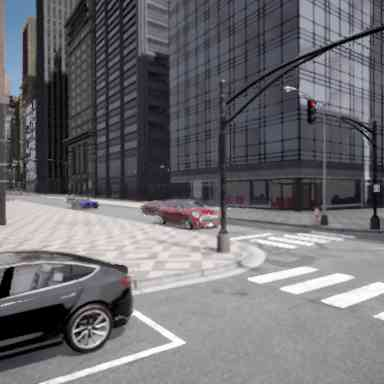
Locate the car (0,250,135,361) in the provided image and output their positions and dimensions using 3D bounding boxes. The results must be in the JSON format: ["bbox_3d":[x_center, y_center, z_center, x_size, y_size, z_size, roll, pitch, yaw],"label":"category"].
[{"bbox_3d":[-2.909,1.567,4.584,4.313,1.339,1.947,0,-1,-35],"label":"car"}]

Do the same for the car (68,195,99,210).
[{"bbox_3d":[-12.026,1.314,37.270,1.895,1.301,4.718,-1,1,-35],"label":"car"}]

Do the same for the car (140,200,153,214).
[{"bbox_3d":[-3.034,1.354,30.174,1.994,1.385,4.181,-1,1,-36],"label":"car"}]

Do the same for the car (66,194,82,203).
[{"bbox_3d":[-17.792,1.032,50.780,1.837,1.490,4.892,-1,1,-35],"label":"car"}]

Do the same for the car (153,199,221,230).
[{"bbox_3d":[-0.221,1.259,20.735,2.097,1.767,4.553,-1,1,-35],"label":"car"}]

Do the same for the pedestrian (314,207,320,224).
[{"bbox_3d":[7.679,1.411,20.410,0.500,1.100,0.500,0,0,-36],"label":"pedestrian"}]
